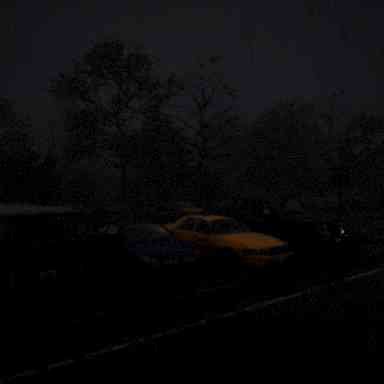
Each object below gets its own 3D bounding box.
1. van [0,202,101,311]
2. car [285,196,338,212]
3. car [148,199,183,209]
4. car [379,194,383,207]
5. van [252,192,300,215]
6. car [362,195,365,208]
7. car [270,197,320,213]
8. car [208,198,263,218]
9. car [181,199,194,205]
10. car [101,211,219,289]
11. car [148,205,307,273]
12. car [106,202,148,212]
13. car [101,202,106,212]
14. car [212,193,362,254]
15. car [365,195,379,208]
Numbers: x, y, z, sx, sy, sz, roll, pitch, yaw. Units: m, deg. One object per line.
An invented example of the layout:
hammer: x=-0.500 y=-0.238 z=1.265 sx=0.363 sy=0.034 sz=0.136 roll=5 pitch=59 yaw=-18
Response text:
van: x=-3.935 y=1.263 z=7.931 sx=1.878 sy=1.987 sz=4.442 roll=-1 pitch=0 yaw=-36
car: x=12.722 y=1.225 z=35.774 sx=2.097 sy=1.535 sz=5.008 roll=-1 pitch=0 yaw=-36
car: x=-3.100 y=1.428 z=24.500 sx=2.163 sy=1.488 sz=4.792 roll=-1 pitch=0 yaw=-36
car: x=21.753 y=1.131 z=42.231 sx=2.231 sy=1.521 sz=4.892 roll=-1 pitch=0 yaw=-36
van: x=8.134 y=1.048 z=32.642 sx=1.878 sy=1.987 sz=4.442 roll=-1 pitch=0 yaw=-36
car: x=17.215 y=1.051 z=39.032 sx=2.185 sy=1.767 sz=4.553 roll=-1 pitch=0 yaw=-36
car: x=10.463 y=1.289 z=34.160 sx=2.002 sy=1.452 sz=4.674 roll=-1 pitch=0 yaw=-36
car: x=3.706 y=1.353 z=29.297 sx=2.163 sy=1.488 sz=4.792 roll=-1 pitch=0 yaw=-36
car: x=-0.718 y=1.370 z=25.939 sx=1.946 sy=1.575 sz=5.366 roll=-1 pitch=0 yaw=-36
car: x=-1.586 y=1.504 z=9.470 sx=2.002 sy=1.452 sz=4.674 roll=-1 pitch=0 yaw=-36
car: x=0.803 y=1.436 z=10.947 sx=1.946 sy=1.575 sz=5.366 roll=-1 pitch=0 yaw=-36
car: x=-5.344 y=1.424 z=22.867 sx=2.231 sy=1.521 sz=4.892 roll=-1 pitch=0 yaw=-36
car: x=-7.602 y=1.448 z=21.251 sx=2.097 sy=1.535 sz=5.008 roll=-1 pitch=0 yaw=-36
car: x=2.990 y=1.162 z=12.705 sx=2.435 sy=2.045 sz=5.566 roll=-1 pitch=0 yaw=-36
car: x=19.489 y=1.153 z=40.627 sx=2.097 sy=1.535 sz=5.008 roll=-1 pitch=0 yaw=-36
